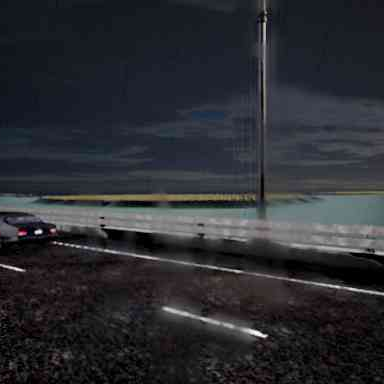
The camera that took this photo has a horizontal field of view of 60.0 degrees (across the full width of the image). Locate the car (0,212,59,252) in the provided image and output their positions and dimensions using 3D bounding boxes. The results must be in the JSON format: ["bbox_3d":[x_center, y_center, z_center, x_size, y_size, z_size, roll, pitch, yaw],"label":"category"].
[{"bbox_3d":[-7.758,1.540,13.876,5.357,1.411,2.033,0,0,36],"label":"car"}]
